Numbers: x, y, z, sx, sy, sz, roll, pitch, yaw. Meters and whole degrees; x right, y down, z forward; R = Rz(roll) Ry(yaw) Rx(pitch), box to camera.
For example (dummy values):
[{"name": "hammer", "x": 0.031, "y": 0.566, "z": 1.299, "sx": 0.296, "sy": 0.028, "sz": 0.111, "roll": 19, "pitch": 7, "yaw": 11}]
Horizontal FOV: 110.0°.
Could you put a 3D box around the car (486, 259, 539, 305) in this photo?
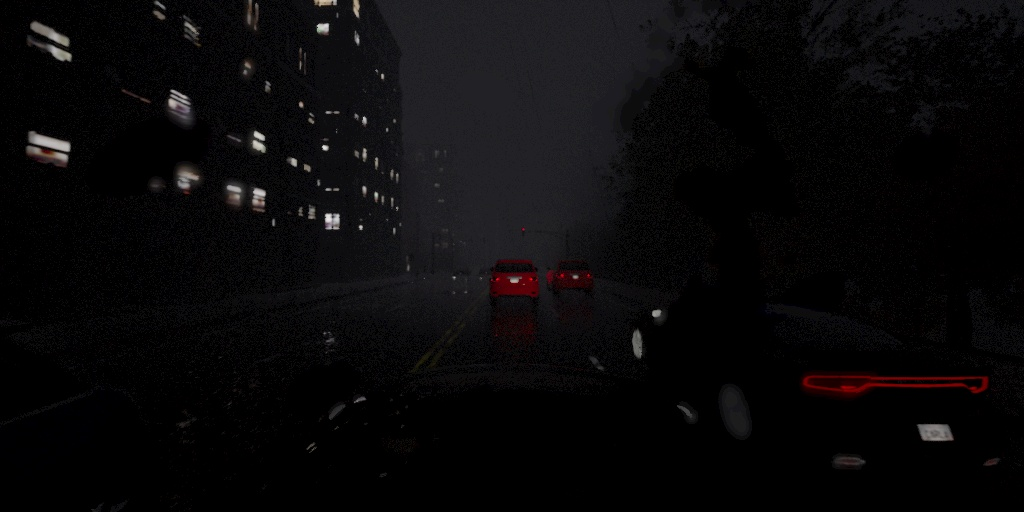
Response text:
[{"name": "car", "x": 0.095, "y": 1.177, "z": 17.579, "sx": 2.150, "sy": 2.045, "sz": 5.566, "roll": 0, "pitch": -1, "yaw": 0}]

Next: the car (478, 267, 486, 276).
[{"name": "car", "x": -3.263, "y": 1.967, "z": 47.330, "sx": 1.994, "sy": 1.385, "sz": 4.181, "roll": 0, "pitch": -1, "yaw": 0}]

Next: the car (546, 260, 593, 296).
[{"name": "car", "x": 3.345, "y": 1.231, "z": 21.547, "sx": 2.150, "sy": 2.045, "sz": 5.566, "roll": 0, "pitch": -1, "yaw": 0}]

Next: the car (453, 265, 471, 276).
[{"name": "car", "x": -6.513, "y": 1.917, "z": 47.331, "sx": 1.812, "sy": 1.442, "sz": 4.674, "roll": 0, "pitch": -1, "yaw": 0}]

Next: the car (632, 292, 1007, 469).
[{"name": "car", "x": 3.349, "y": 1.274, "z": 5.313, "sx": 1.882, "sy": 1.535, "sz": 5.008, "roll": 0, "pitch": -1, "yaw": 0}]

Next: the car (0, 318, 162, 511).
[{"name": "car", "x": -3.349, "y": 1.085, "z": 0.370, "sx": 2.097, "sy": 1.767, "sz": 4.553, "roll": 0, "pitch": -1, "yaw": 0}]
